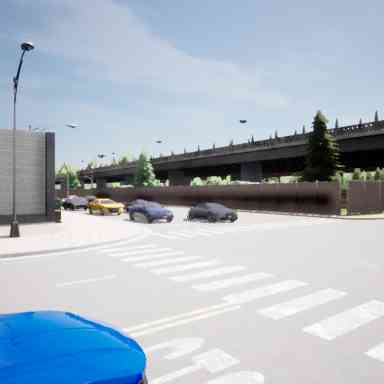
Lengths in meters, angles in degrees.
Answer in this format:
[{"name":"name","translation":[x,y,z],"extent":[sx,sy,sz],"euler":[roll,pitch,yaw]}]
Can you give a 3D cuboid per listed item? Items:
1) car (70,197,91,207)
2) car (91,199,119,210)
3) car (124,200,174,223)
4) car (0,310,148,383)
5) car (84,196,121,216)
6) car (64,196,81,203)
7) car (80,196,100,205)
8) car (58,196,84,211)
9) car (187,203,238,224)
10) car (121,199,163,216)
[{"name":"car","translation":[-17.019,1.470,50.482],"extent":[1.812,1.442,4.674],"euler":[0,0,-35]},{"name":"car","translation":[-11.002,1.545,41.965],"extent":[1.895,1.301,4.718],"euler":[0,0,-35]},{"name":"car","translation":[-3.204,1.470,25.015],"extent":[1.812,1.442,4.674],"euler":[0,0,-36]},{"name":"car","translation":[-2.624,1.478,1.902],"extent":[5.008,1.535,1.882],"euler":[0,0,-36]},{"name":"car","translation":[-8.571,1.422,32.520],"extent":[1.882,1.535,5.008],"euler":[0,0,-36]},{"name":"car","translation":[-23.745,1.469,65.951],"extent":[1.812,1.442,4.674],"euler":[0,0,-36]},{"name":"car","translation":[-17.819,1.422,57.832],"extent":[1.882,1.535,5.008],"euler":[0,0,-36]},{"name":"car","translation":[-14.267,1.492,40.499],"extent":[2.033,1.411,5.357],"euler":[0,0,-35]},{"name":"car","translation":[1.460,1.509,24.506],"extent":[1.994,1.385,4.181],"euler":[0,0,-35]},{"name":"car","translation":[-5.135,1.492,33.736],"extent":[2.033,1.411,5.357],"euler":[0,0,-35]}]
